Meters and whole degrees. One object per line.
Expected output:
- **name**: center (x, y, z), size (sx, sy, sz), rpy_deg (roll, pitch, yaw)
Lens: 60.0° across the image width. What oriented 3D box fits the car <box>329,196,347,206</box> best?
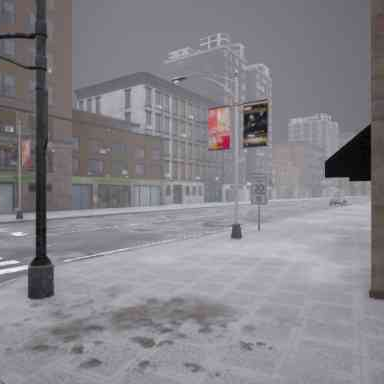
- **car**: center (22.651, 1.377, 51.518), size (2.033, 1.411, 5.357), rpy_deg (0, 0, 34)
